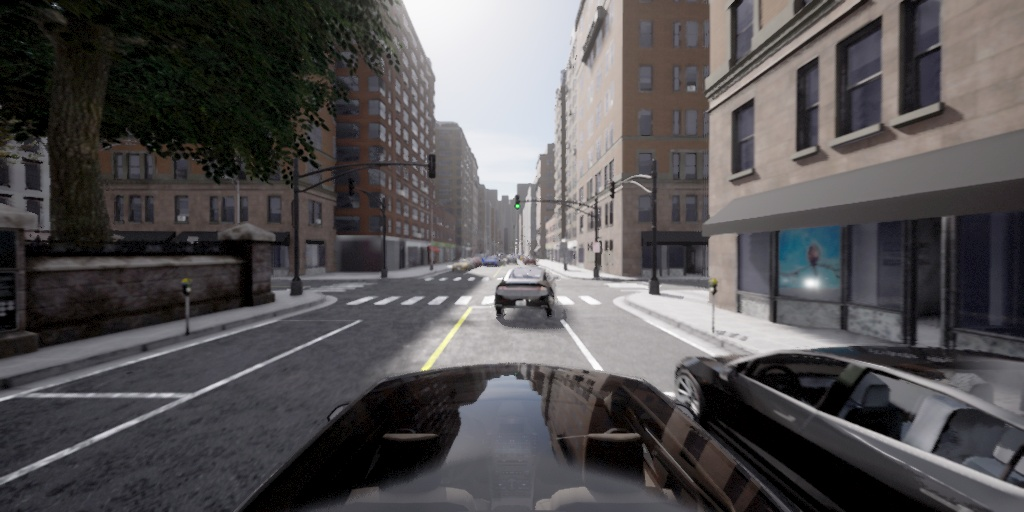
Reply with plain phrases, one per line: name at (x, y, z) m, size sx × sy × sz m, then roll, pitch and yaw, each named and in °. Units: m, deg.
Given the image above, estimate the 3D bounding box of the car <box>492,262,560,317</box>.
car at (0.619, 1.146, 12.813) m, size 2.128 × 1.511 × 4.902 m, roll 0°, pitch 1°, yaw 9°

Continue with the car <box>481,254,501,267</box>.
car at (-3.074, 0.789, 52.739) m, size 1.882 × 1.535 × 5.008 m, roll 0°, pitch 0°, yaw 0°

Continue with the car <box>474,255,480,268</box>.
car at (-5.671, 0.917, 46.081) m, size 2.007 × 1.370 × 4.403 m, roll 0°, pitch 0°, yaw 0°

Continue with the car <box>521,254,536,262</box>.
car at (2.854, 0.717, 57.018) m, size 1.967 × 1.591 × 4.097 m, roll 0°, pitch 0°, yaw 0°

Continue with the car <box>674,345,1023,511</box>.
car at (2.857, 1.308, 2.644) m, size 1.948 × 1.339 × 4.313 m, roll 0°, pitch 0°, yaw 0°

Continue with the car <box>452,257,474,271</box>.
car at (-5.670, 0.937, 40.461) m, size 1.751 × 1.417 × 4.829 m, roll 0°, pitch 0°, yaw 0°

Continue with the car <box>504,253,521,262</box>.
car at (0.039, 0.713, 64.146) m, size 2.128 × 1.511 × 4.902 m, roll 0°, pitch 1°, yaw 1°

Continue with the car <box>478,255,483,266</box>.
car at (-5.671, 0.866, 51.532) m, size 1.888 × 1.381 × 4.507 m, roll 0°, pitch 0°, yaw 0°
